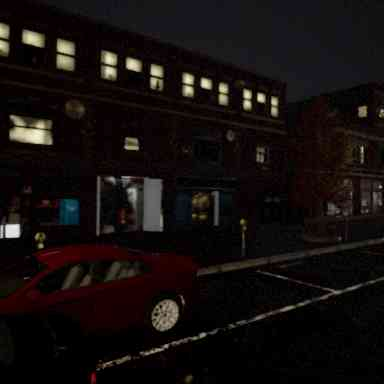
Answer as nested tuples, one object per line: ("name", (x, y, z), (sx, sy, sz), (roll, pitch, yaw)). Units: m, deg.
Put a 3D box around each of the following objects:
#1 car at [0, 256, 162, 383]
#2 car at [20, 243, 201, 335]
("car", (-2.800, 1.492, 1.371), (4.902, 1.511, 2.128), (0, 0, -35))
("car", (-1.951, 1.545, 5.153), (4.507, 1.381, 1.887), (0, 1, -35))
